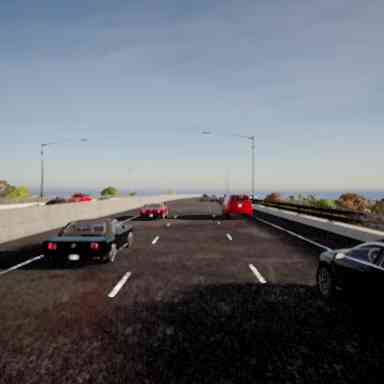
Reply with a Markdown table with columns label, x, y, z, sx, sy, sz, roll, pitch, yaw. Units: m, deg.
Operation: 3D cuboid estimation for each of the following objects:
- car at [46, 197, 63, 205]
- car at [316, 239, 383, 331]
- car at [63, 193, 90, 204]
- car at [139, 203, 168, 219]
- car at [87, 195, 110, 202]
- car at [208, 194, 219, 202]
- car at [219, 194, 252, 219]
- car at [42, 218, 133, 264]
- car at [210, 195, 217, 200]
| label | x | y | z | sx | sy | sz | roll | pitch | yaw |
| --- | --- | --- | --- | --- | --- | --- | --- | --- | --- |
| car | -20.308 | 1.521 | 50.319 | 1.994 | 1.385 | 4.181 | 0 | 0 | 2 |
| car | 3.619 | 1.480 | 5.350 | 2.128 | 1.511 | 4.902 | 0 | 0 | 0 |
| car | -16.824 | 1.180 | 49.945 | 2.150 | 2.045 | 5.566 | 0 | 0 | 2 |
| car | -3.149 | 1.554 | 28.242 | 1.895 | 1.301 | 4.718 | 0 | 0 | 1 |
| car | -13.338 | 1.507 | 49.520 | 2.033 | 1.411 | 5.357 | 0 | 0 | 2 |
| car | 5.075 | 1.581 | 72.779 | 1.895 | 1.301 | 4.718 | 0 | 0 | 2 |
| car | 3.866 | 1.177 | 29.073 | 2.150 | 2.045 | 5.566 | 0 | 0 | 1 |
| car | -3.348 | 1.573 | 11.726 | 1.895 | 1.301 | 4.718 | 0 | 0 | 0 |
| car | 6.146 | 1.563 | 94.568 | 1.812 | 1.442 | 4.674 | 0 | 0 | 3 |
